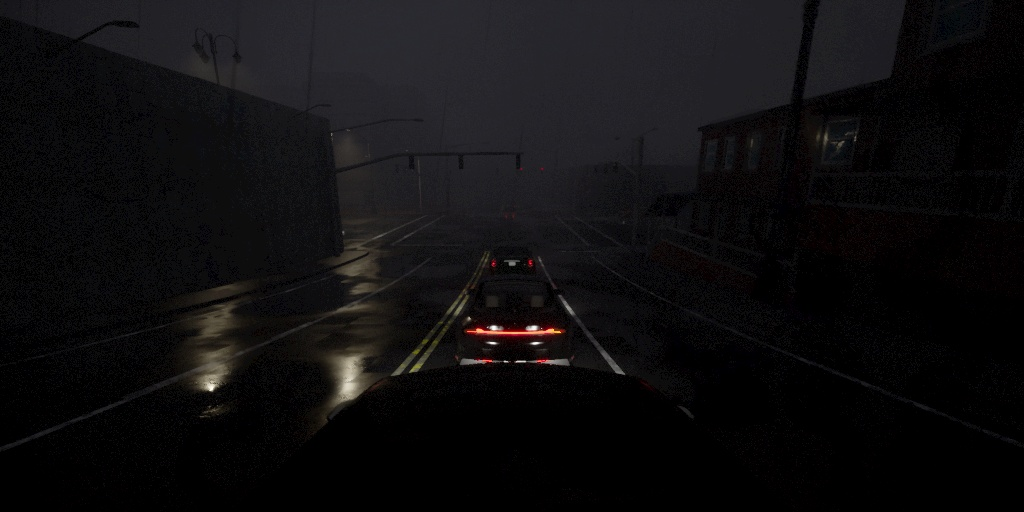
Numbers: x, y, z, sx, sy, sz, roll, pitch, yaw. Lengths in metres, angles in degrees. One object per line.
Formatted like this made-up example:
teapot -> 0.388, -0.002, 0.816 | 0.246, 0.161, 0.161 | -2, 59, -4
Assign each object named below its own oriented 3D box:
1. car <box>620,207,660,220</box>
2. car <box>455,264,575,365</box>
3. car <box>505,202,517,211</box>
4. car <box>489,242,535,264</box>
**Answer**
car -> 16.443, -5.547, 46.058 | 5.008, 1.535, 1.882 | 0, 12, 0
car -> 0.053, 1.122, 7.194 | 1.837, 1.490, 4.892 | 0, 2, 0
car -> -0.139, -8.185, 58.718 | 1.895, 1.301, 4.718 | 1, 12, 3
car -> 0.016, 0.085, 17.445 | 2.097, 1.767, 4.553 | 0, 7, 0
